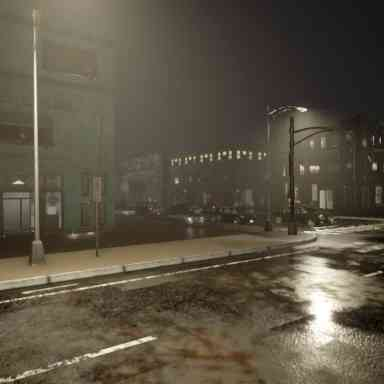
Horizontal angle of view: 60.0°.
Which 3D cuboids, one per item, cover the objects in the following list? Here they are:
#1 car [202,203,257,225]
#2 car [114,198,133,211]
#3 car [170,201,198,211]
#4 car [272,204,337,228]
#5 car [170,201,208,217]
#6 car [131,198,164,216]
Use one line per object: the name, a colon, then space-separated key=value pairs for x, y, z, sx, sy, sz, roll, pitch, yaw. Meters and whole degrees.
car: x=3.133 y=1.814 z=26.322 sx=1.947 sy=1.339 sz=4.313 roll=-2 pitch=0 yaw=-35
car: x=-10.071 y=2.068 z=49.622 sx=2.033 sy=1.411 sz=5.357 roll=-1 pitch=0 yaw=-35
car: x=-1.199 y=1.965 z=47.068 sx=1.802 sy=1.307 sz=4.206 roll=-2 pitch=0 yaw=-35
car: x=7.927 y=1.673 z=23.935 sx=1.837 sy=1.490 sz=4.892 roll=-1 pitch=0 yaw=-32
car: x=-0.724 y=1.866 z=36.435 sx=1.812 sy=1.442 sz=4.674 roll=-1 pitch=0 yaw=-35
car: x=-4.819 y=1.845 z=37.697 sx=1.967 sy=1.590 sz=4.097 roll=-1 pitch=0 yaw=-35
